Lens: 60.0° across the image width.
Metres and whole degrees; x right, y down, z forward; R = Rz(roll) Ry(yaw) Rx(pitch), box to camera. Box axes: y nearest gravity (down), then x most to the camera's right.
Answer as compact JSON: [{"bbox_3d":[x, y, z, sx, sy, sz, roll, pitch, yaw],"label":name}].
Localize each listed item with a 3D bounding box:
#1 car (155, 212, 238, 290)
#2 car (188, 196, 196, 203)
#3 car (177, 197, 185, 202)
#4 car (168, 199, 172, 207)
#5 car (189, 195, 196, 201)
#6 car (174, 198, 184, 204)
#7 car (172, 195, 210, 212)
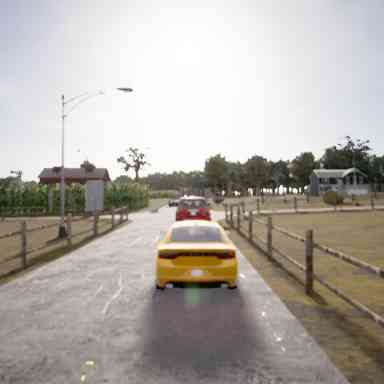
[{"bbox_3d":[0.098,1.532,9.298,1.882,1.535,5.008,0,0,0],"label":"car"},{"bbox_3d":[0.004,1.826,81.949,1.837,1.490,4.892,0,0,0],"label":"car"},{"bbox_3d":[-2.745,1.924,84.684,1.895,1.301,4.718,0,0,0],"label":"car"},{"bbox_3d":[-2.834,1.804,55.304,1.994,1.385,4.181,0,0,0],"label":"car"},{"bbox_3d":[0.008,1.683,92.379,1.882,1.535,5.008,0,0,0],"label":"car"},{"bbox_3d":[-2.751,1.886,69.961,1.895,1.301,4.718,0,0,0],"label":"car"},{"bbox_3d":[0.041,1.340,22.004,2.150,2.045,5.566,0,0,-1],"label":"car"}]
